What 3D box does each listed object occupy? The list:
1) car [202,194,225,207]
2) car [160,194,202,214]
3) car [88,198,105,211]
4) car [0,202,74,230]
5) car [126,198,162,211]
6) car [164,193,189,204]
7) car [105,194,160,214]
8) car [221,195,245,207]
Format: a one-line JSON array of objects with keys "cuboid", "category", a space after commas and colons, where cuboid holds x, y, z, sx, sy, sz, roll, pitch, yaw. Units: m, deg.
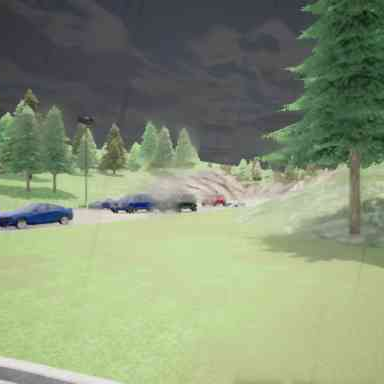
[{"cuboid": [3.536, 1.320, 51.861, 2.150, 2.045, 5.566, 0, 0, 30], "category": "car"}, {"cuboid": [-1.434, 1.223, 36.535, 2.150, 2.045, 5.566, 0, 0, 30], "category": "car"}, {"cuboid": [-10.781, 1.521, 41.330, 1.812, 1.442, 4.674, 0, 0, 30], "category": "car"}, {"cuboid": [-10.101, 1.473, 21.637, 1.882, 1.535, 5.008, 0, 0, 30], "category": "car"}, {"cuboid": [-6.064, 1.502, 42.486, 1.837, 1.490, 4.892, 0, 0, 30], "category": "car"}, {"cuboid": [-2.485, 1.072, 55.431, 2.097, 1.767, 4.553, 0, 0, 30], "category": "car"}, {"cuboid": [-6.211, 1.218, 35.289, 2.150, 2.045, 5.566, 0, 0, 30], "category": "car"}, {"cuboid": [6.577, 1.575, 50.128, 1.812, 1.442, 4.674, 0, 0, 30], "category": "car"}]
